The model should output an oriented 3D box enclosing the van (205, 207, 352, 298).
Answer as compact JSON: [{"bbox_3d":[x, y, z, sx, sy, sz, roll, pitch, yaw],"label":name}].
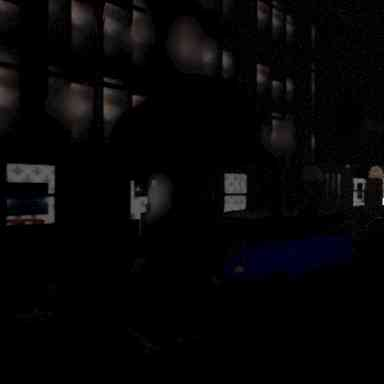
[{"bbox_3d":[2.210,1.302,8.126,3.998,1.788,1.690,0,1,-35],"label":"van"}]
